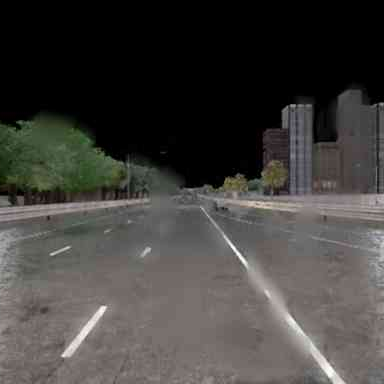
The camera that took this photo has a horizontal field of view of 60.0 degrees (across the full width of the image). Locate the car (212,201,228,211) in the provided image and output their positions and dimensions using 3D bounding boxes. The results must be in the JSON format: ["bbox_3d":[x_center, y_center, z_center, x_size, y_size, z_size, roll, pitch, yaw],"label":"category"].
[{"bbox_3d":[4.065,2.017,48.563,2.033,1.411,5.357,0,-1,-4],"label":"car"}]
